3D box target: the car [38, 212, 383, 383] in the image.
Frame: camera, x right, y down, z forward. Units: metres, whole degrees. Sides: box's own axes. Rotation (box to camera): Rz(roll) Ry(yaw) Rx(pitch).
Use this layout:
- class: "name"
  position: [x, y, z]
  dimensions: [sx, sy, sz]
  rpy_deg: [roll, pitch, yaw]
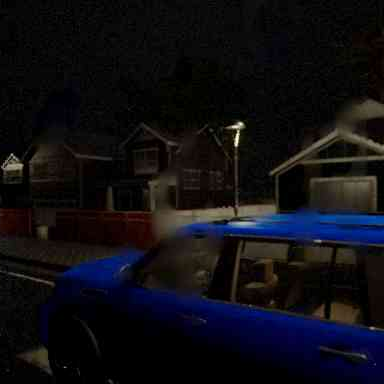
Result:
- class: "car"
  position: [0.687, 1.243, 3.500]
  dimensions: [5.566, 2.045, 2.150]
  rpy_deg: [0, 0, 36]
